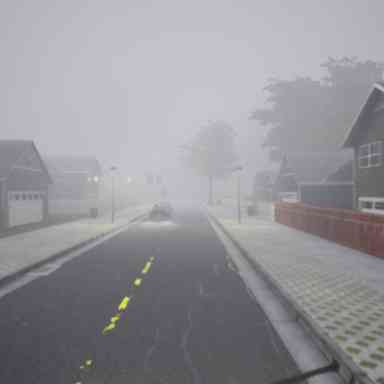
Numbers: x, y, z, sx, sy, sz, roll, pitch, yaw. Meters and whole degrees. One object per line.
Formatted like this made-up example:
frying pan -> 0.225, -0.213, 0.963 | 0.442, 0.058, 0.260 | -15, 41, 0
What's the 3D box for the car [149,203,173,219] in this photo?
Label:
car -> -2.765, 1.699, 30.543 | 1.895, 1.301, 4.718 | 0, 0, 0
